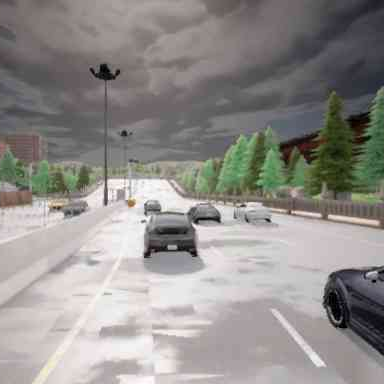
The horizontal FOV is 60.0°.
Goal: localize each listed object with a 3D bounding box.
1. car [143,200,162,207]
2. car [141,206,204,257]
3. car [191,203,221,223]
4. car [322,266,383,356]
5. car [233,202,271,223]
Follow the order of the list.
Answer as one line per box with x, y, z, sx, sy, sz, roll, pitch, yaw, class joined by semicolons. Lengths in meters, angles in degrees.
-4.192;1.560;35.441;2.033;1.411;5.357;0;0;-9;car
-0.919;1.506;12.960;1.837;1.490;4.892;0;0;-7;car
0.869;1.550;25.342;1.994;1.385;4.181;0;0;-9;car
3.383;1.543;4.287;1.994;1.385;4.181;0;0;-3;car
4.462;1.492;25.008;1.812;1.442;4.674;0;0;-8;car
